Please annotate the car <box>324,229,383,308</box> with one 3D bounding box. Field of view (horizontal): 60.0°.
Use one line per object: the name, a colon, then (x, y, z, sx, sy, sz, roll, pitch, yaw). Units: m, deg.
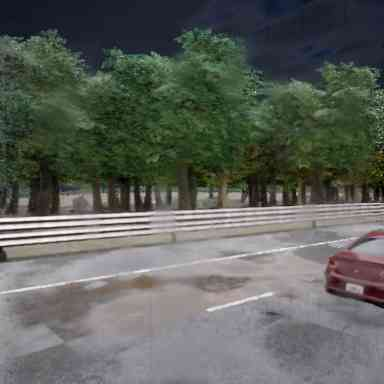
car: (4.715, 1.515, 7.143, 4.674, 1.442, 1.812, 0, 0, -35)
